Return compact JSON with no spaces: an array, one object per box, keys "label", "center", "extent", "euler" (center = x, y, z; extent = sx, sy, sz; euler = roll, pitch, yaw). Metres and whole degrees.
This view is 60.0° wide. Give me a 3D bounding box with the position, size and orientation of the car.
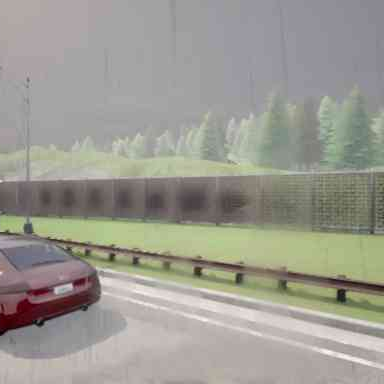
[{"label":"car","center":[-3.753,1.569,6.663],"extent":[4.181,1.385,1.994],"euler":[0,0,36]}]
